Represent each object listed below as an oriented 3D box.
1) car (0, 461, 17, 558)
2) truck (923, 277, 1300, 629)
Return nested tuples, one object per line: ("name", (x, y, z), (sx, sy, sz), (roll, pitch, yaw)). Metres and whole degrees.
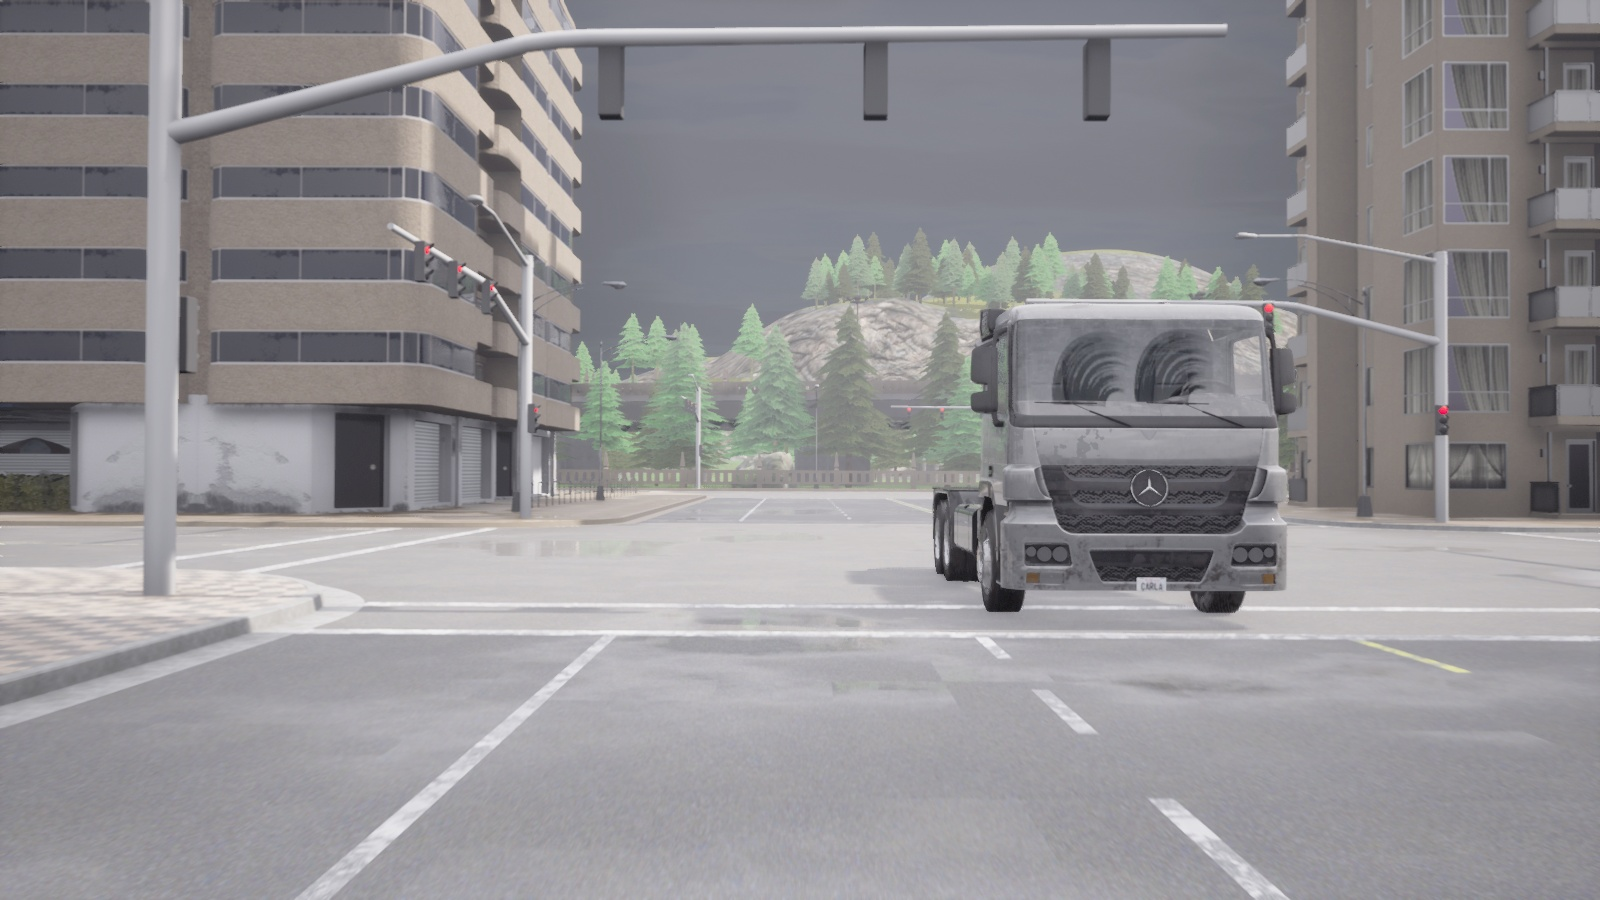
("car", (-16.062, 1.003, 20.647), (5.027, 1.651, 2.152), (0, -1, 0))
("truck", (3.458, 0.092, 16.344), (2.891, 3.462, 7.936), (0, -1, 0))
